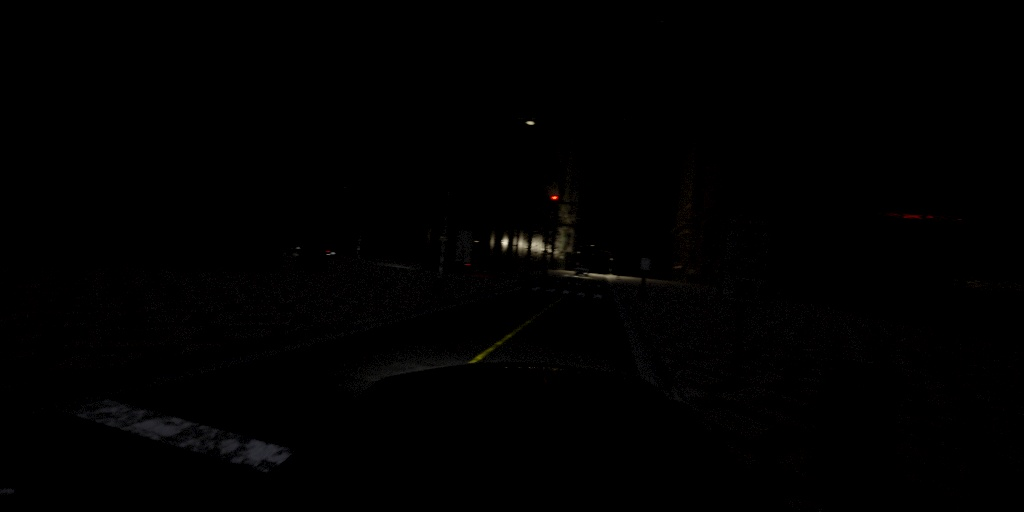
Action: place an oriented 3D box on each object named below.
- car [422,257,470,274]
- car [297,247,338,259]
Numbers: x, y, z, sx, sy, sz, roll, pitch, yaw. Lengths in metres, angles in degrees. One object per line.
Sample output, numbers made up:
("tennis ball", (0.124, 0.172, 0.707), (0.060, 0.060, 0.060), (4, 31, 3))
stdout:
("car", (-6.504, 0.836, 35.394), (4.902, 1.511, 2.128), (6, -2, 16))
("car", (-21.239, -0.510, 39.272), (4.181, 1.385, 1.994), (5, -2, 15))
